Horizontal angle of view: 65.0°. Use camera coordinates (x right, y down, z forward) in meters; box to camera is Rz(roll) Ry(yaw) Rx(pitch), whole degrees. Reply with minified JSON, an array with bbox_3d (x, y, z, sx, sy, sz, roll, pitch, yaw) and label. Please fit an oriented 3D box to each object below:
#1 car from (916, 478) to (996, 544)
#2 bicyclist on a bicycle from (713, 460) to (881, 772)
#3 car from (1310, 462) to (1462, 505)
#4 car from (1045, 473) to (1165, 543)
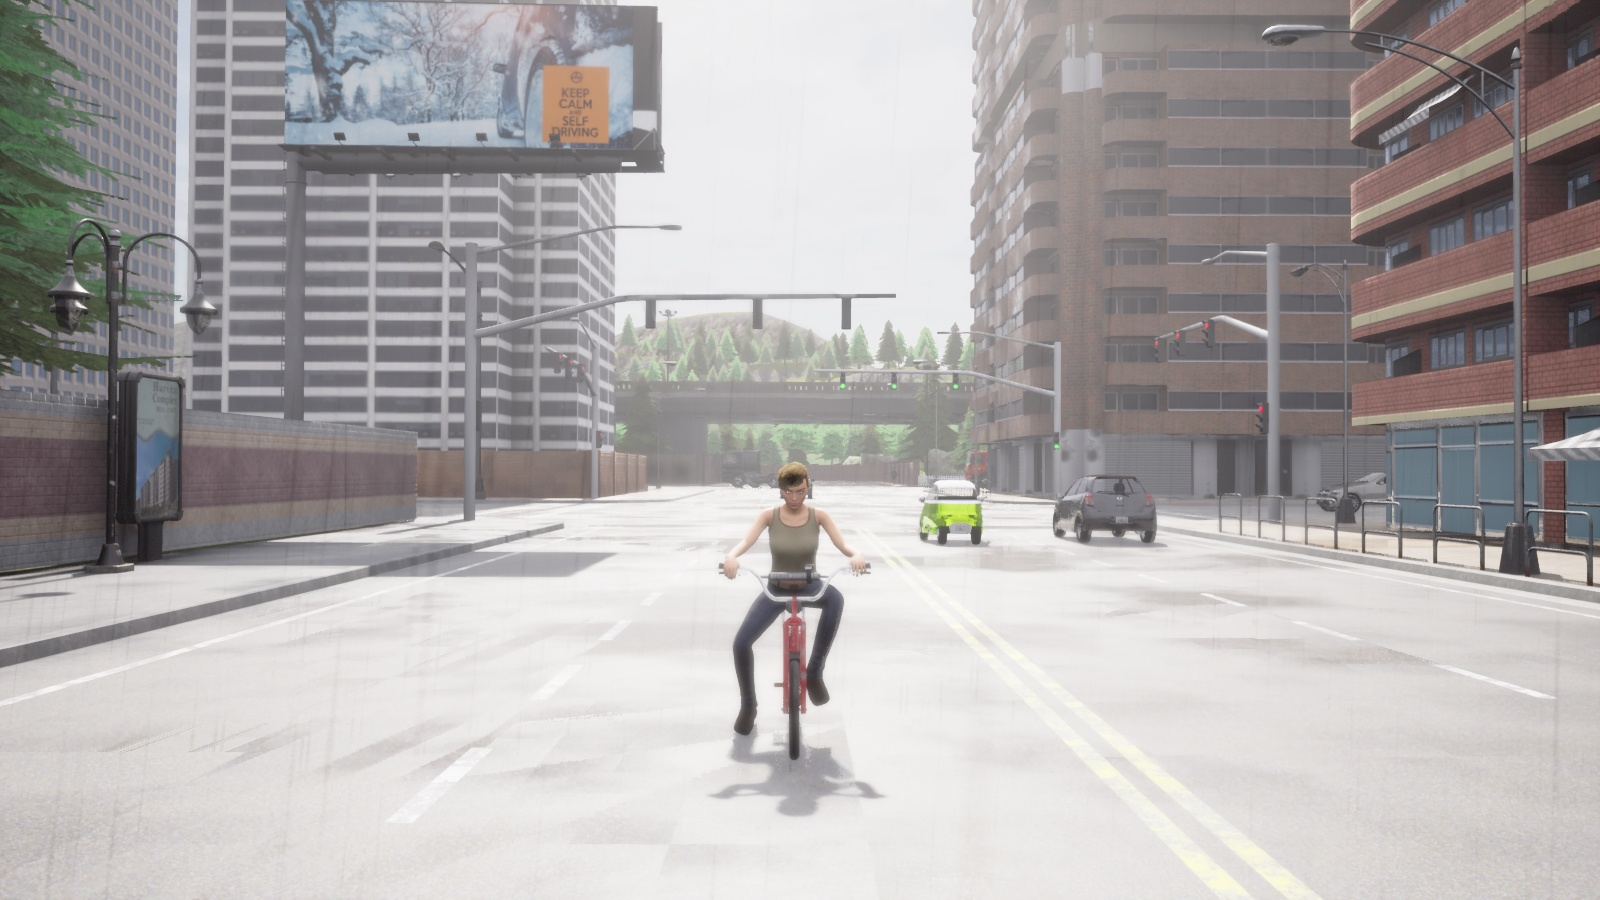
[{"bbox_3d":[3.426,1.322,27.811,1.481,1.376,2.207,0,-1,0],"label":"car"},{"bbox_3d":[-0.027,0.873,7.275,0.866,1.612,1.509,0,-1,-1],"label":"bicyclist on a bicycle"},{"bbox_3d":[23.241,1.337,49.939,5.027,1.651,2.152,0,-1,0],"label":"car"},{"bbox_3d":[6.923,1.284,28.835,1.845,1.501,3.633,0,-1,0],"label":"car"}]
